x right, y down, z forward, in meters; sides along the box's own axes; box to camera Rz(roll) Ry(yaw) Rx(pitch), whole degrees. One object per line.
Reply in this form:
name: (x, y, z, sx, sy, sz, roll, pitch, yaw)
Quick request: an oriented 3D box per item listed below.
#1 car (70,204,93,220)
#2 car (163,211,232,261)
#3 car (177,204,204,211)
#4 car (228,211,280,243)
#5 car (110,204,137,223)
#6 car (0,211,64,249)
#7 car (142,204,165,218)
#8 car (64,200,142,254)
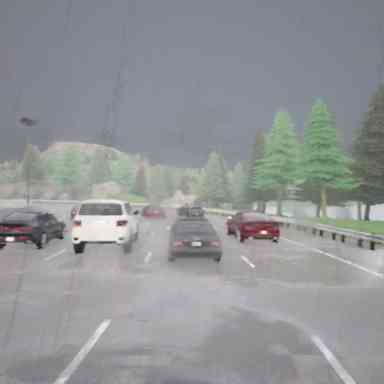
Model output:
car: (-10.517, 1.896, 31.889, 1.895, 1.301, 4.718, 1, -1, -17)
car: (0.005, 1.713, 12.963, 2.033, 1.411, 5.357, 1, -1, -3)
car: (-0.232, 1.919, 33.967, 2.128, 1.511, 4.902, 1, -1, -17)
car: (3.082, 1.735, 17.739, 1.882, 1.535, 5.008, 1, -1, -5)
car: (-6.193, 1.858, 29.561, 2.033, 1.411, 5.357, 1, -1, -15)
car: (-7.186, 1.621, 15.181, 1.837, 1.490, 4.892, 1, -1, -5)
car: (-4.139, 1.962, 34.805, 1.994, 1.385, 4.181, 1, -1, -17)
car: (-3.564, 1.361, 14.479, 2.150, 2.045, 5.566, 1, -2, -5)
